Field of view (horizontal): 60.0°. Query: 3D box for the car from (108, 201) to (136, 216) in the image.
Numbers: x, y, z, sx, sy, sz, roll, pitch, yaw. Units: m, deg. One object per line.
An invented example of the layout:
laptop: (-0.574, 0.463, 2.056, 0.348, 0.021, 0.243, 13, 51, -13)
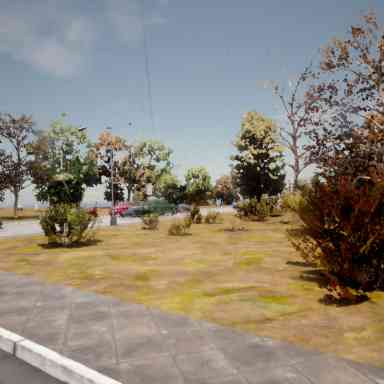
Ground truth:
car: (-9.127, 2.339, 46.519, 2.150, 2.045, 5.566, -3, -2, 32)

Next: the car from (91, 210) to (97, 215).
car: (-12.291, 2.382, 34.898, 1.882, 1.535, 5.008, -3, -2, 32)

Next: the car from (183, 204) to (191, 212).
car: (-1.785, 2.575, 51.581, 1.994, 1.385, 4.181, -3, -2, 32)

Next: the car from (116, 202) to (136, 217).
car: (-7.137, 2.471, 43.080, 1.812, 1.442, 4.674, -3, -2, 32)

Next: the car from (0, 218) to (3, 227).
car: (-17.628, 2.450, 26.726, 1.994, 1.385, 4.181, -3, -2, 34)

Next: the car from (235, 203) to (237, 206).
car: (9.361, 2.577, 62.419, 1.895, 1.301, 4.718, -3, -2, 33)

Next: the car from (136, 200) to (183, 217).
car: (-3.948, 1.998, 41.255, 2.150, 2.045, 5.566, -3, -2, 32)
